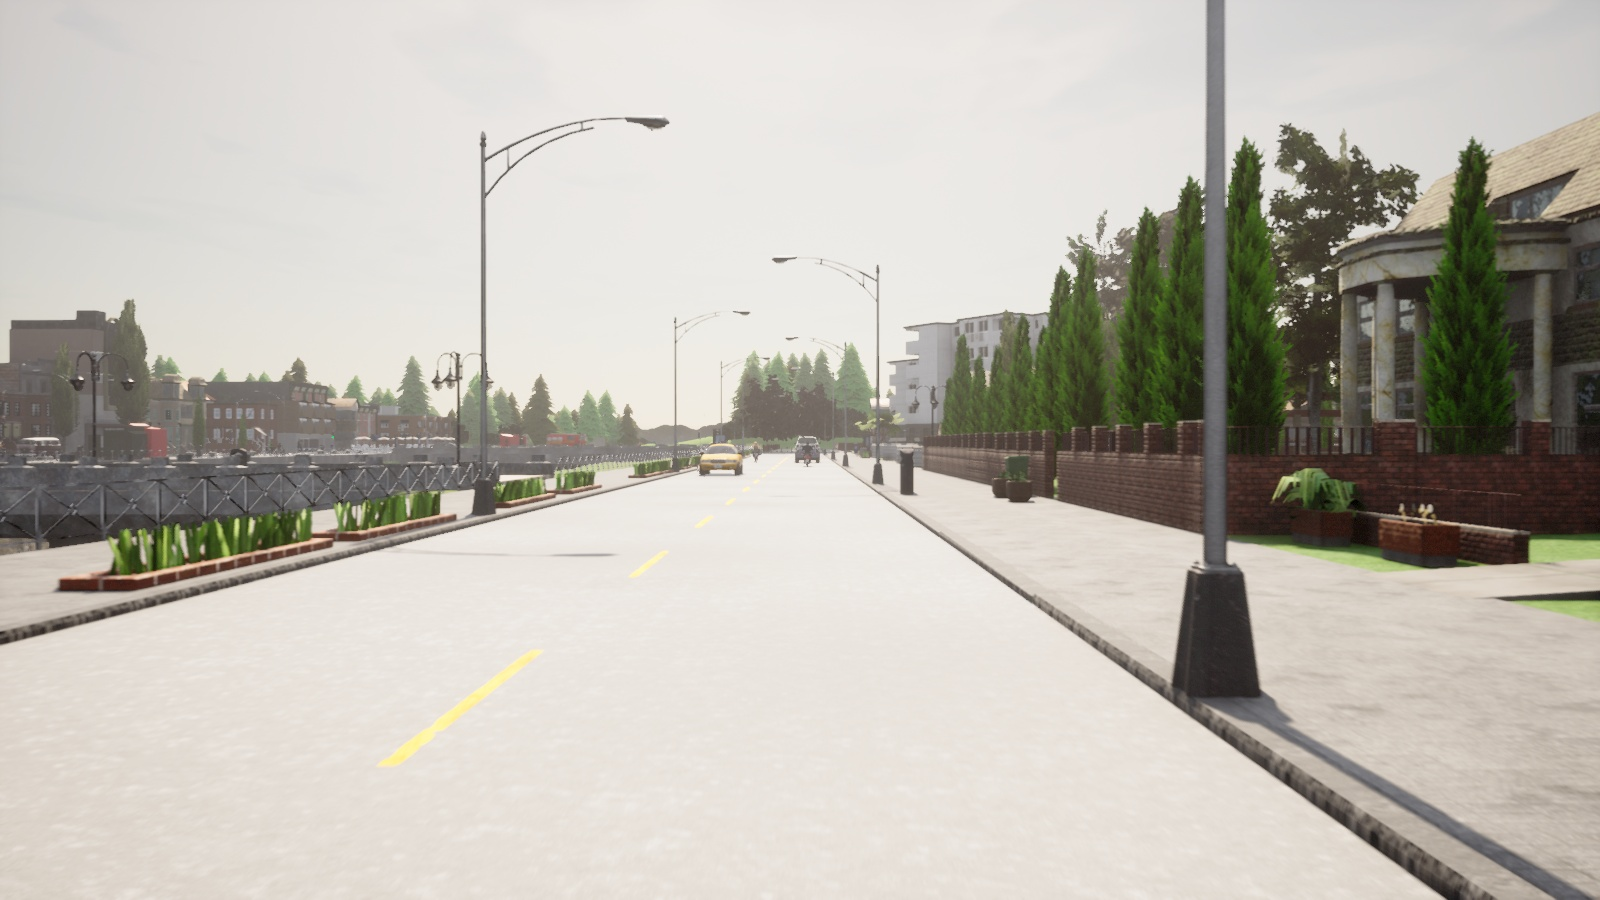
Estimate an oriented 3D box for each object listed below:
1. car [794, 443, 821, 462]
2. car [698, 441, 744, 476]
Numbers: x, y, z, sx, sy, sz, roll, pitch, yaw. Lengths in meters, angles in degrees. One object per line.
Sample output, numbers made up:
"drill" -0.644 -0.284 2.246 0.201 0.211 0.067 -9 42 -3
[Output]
"car" 0.563 0.176 95.219 1.970 1.475 3.806 0 0 0
"car" -3.648 0.352 58.650 1.801 1.575 5.366 0 0 0
